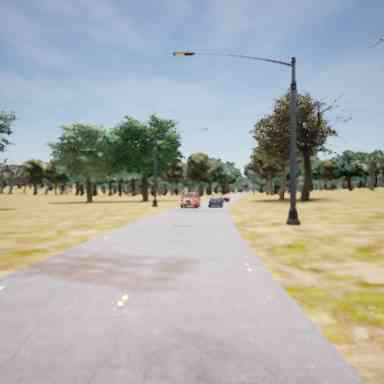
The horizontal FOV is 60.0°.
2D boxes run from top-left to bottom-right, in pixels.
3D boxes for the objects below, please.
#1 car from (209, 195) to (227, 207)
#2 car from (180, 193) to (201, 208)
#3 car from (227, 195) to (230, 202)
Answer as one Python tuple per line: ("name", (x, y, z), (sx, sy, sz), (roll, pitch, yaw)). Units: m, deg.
("car", (3.352, 1.258, 45.819), (2.128, 1.511, 4.902), (0, 0, 8))
("car", (-0.141, 1.102, 43.438), (2.150, 2.045, 5.566), (0, 0, 7))
("car", (6.377, 1.210, 64.366), (1.895, 1.301, 4.718), (0, 1, 10))
